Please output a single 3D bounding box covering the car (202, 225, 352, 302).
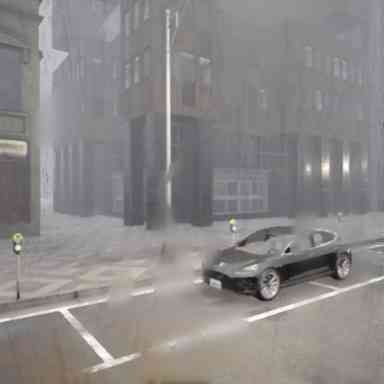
[{"bbox_3d":[2.266,1.549,8.266,4.313,1.339,1.947,0,0,-35],"label":"car"}]
